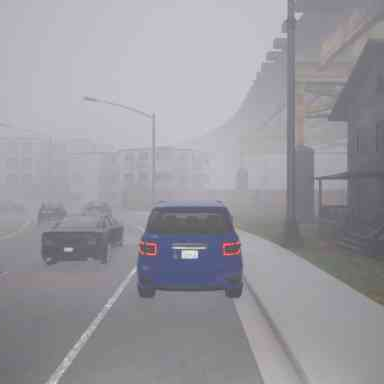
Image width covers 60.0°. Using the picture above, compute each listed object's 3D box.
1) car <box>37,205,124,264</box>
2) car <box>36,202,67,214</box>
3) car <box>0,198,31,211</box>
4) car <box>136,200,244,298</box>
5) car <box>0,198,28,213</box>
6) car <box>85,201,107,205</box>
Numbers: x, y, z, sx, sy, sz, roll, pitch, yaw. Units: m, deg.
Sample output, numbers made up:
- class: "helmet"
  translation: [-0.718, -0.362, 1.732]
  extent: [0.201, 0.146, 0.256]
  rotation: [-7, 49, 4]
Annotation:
- class: "car"
  translation: [-3.674, 1.477, 11.961]
  extent: [1.882, 1.535, 5.008]
  rotation: [0, 0, -3]
- class: "car"
  translation: [-10.118, 1.491, 23.993]
  extent: [2.128, 1.511, 4.902]
  rotation: [0, 0, -24]
- class: "car"
  translation: [-22.612, 1.526, 41.811]
  extent: [4.674, 1.442, 1.812]
  rotation: [0, 0, 29]
- class: "car"
  translation: [-0.039, 1.220, 8.680]
  extent: [2.150, 2.045, 5.566]
  rotation: [0, 0, 0]
- class: "car"
  translation: [-20.338, 1.548, 36.325]
  extent: [5.357, 1.411, 2.033]
  rotation: [0, 0, 38]
- class: "car"
  translation: [-8.005, 1.492, 27.466]
  extent: [2.128, 1.511, 4.902]
  rotation: [0, 0, -28]
